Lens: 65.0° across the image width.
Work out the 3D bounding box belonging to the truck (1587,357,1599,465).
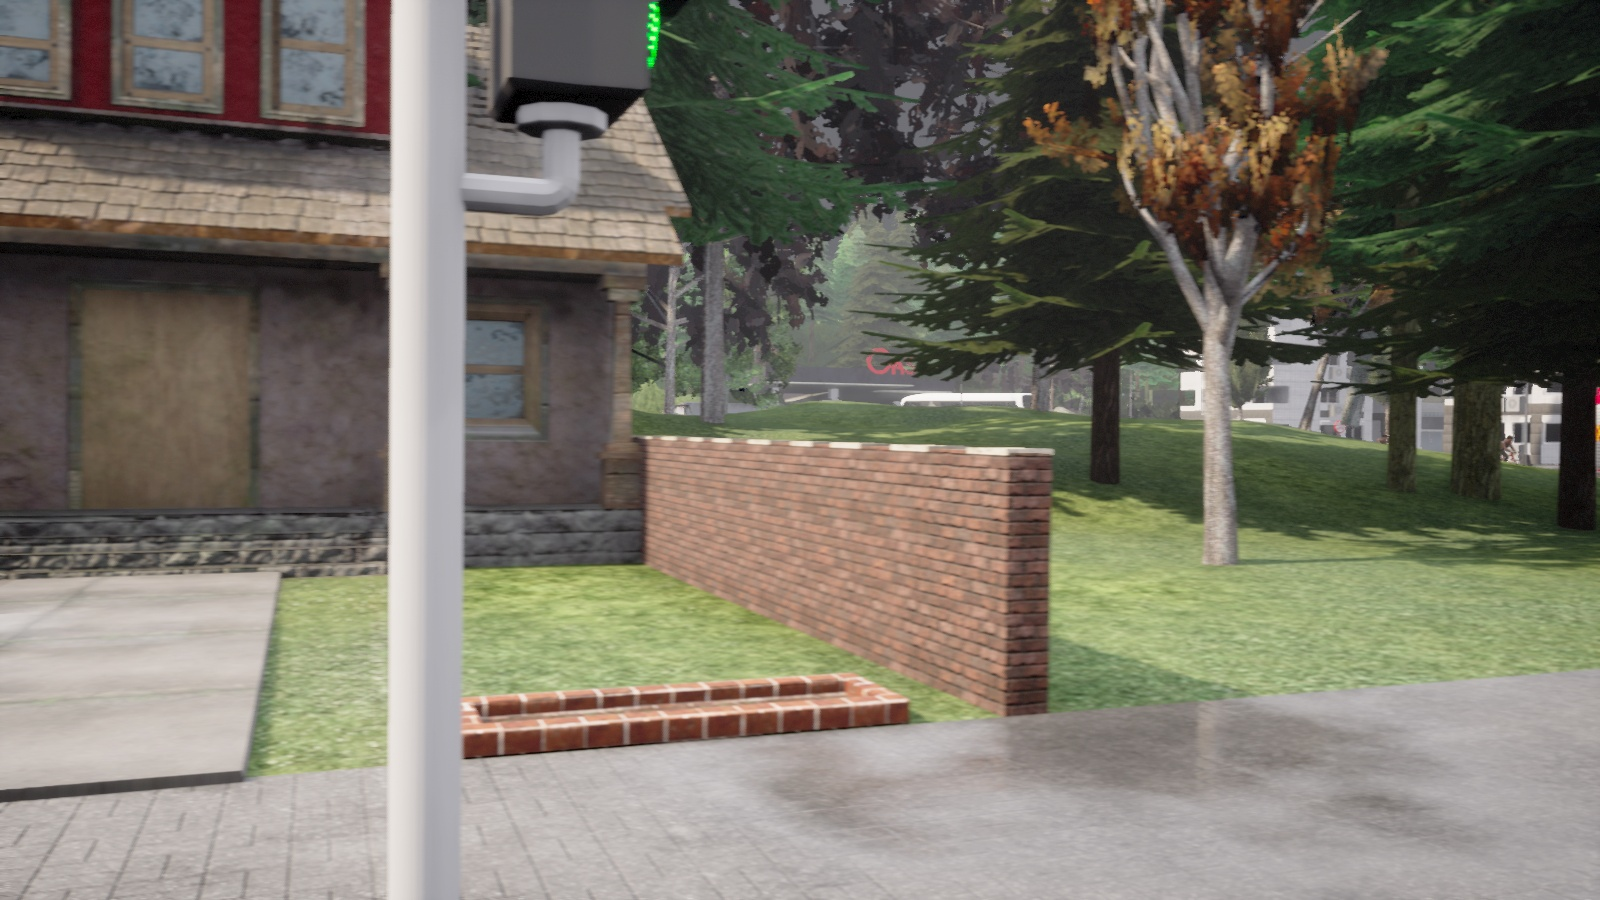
[{"bbox_3d":[31.101,-1.374,41.645,2.891,3.827,8.468,-1,1,-21],"label":"truck"}]

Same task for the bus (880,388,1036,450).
[{"bbox_3d":[11.173,-2.147,89.212,10.273,4.253,3.944,0,1,31],"label":"bus"}]
